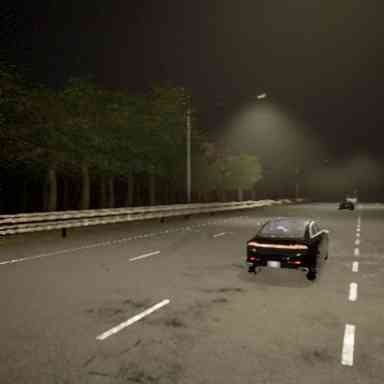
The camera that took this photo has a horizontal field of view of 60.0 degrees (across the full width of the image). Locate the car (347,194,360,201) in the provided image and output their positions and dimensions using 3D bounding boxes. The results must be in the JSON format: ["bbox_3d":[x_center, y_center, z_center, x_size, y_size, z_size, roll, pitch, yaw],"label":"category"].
[{"bbox_3d":[35.658,1.869,74.248,2.150,2.045,5.566,-1,-1,27],"label":"car"}]

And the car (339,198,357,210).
[{"bbox_3d":[23.154,1.960,49.694,1.994,1.385,4.181,-1,-1,27],"label":"car"}]

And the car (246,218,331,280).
[{"bbox_3d":[3.131,1.577,10.398,2.128,1.511,4.902,-1,0,27],"label":"car"}]
